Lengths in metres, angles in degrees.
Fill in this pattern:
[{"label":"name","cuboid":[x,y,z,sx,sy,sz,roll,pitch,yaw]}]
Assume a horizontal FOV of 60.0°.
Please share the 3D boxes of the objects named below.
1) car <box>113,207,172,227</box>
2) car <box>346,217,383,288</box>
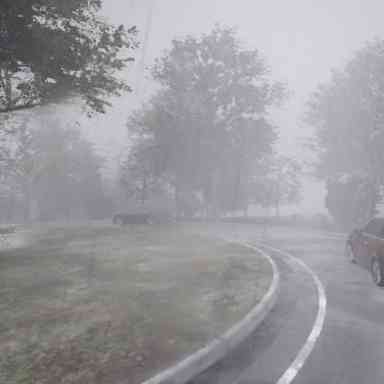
[{"label":"car","cuboid":[-4.091,1.978,27.084,5.008,1.535,1.882,-1,-2,24]},{"label":"car","cuboid":[5.916,1.464,9.490,2.097,1.767,4.553,-1,-1,14]}]
